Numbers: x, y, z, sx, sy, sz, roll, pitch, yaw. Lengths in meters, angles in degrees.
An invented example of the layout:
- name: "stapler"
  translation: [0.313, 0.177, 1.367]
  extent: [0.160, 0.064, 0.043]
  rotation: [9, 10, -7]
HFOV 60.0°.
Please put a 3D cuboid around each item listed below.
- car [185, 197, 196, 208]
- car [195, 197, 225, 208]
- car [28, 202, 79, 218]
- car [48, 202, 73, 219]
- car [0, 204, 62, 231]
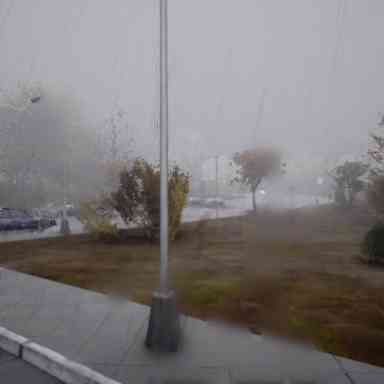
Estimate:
- name: "car"
  translation: [0.120, 1.459, 49.420]
  extent: [1.882, 1.535, 5.008]
  rotation: [0, 0, 39]
- name: "car"
  translation: [2.970, 1.488, 47.387]
  extent: [1.812, 1.442, 4.674]
  rotation: [0, 0, 39]
- name: "car"
  translation: [-13.470, 1.702, 32.462]
  extent: [1.994, 1.385, 4.181]
  rotation: [0, 0, 39]
- name: "car"
  translation: [-10.900, 1.648, 30.070]
  extent: [1.812, 1.442, 4.674]
  rotation: [0, 0, 39]
- name: "car"
  translation: [-10.620, 1.639, 19.060]
  extent: [2.033, 1.411, 5.357]
  rotation: [0, 0, 39]
